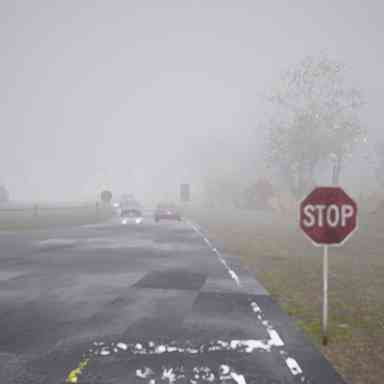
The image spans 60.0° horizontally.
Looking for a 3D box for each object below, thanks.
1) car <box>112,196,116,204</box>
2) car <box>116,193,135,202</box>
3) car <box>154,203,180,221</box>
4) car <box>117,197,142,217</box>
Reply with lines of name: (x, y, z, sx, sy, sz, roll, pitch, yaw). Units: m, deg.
car: (-14.505, 1.448, 64.651, 2.128, 1.511, 4.902, 0, 0, -20)
car: (-8.921, 1.180, 46.171, 2.150, 2.045, 5.566, 0, 1, -15)
car: (-2.075, 1.545, 26.968, 1.994, 1.385, 4.181, 0, 0, -8)
car: (-5.852, 1.527, 31.979, 2.033, 1.411, 5.357, 0, 0, -10)
